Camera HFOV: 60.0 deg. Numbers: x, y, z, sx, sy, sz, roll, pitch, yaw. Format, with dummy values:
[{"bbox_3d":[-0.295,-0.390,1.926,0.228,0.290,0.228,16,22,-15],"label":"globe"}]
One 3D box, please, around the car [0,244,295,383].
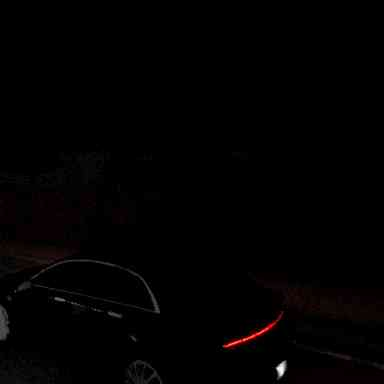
[{"bbox_3d":[-1.070,1.528,4.750,4.892,1.490,1.837,0,0,35],"label":"car"}]
